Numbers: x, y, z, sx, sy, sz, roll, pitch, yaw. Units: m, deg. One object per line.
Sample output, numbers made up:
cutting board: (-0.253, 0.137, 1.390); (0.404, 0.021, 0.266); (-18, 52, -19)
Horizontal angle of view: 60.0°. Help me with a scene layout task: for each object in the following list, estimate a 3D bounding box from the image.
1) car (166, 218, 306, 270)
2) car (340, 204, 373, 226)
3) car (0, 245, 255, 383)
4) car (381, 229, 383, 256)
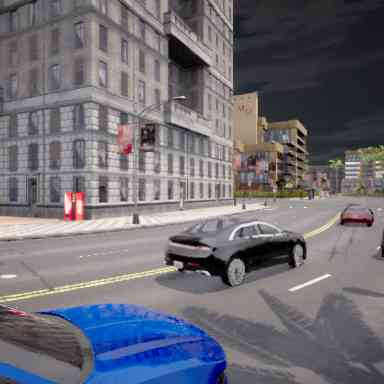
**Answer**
car: (1.435, 1.483, 9.419); (4.902, 1.511, 2.128); (0, 0, -43)
car: (11.776, 1.554, 23.728); (1.994, 1.385, 4.181); (0, 0, 29)
car: (-1.973, 1.475, 2.128); (5.008, 1.535, 1.882); (0, 0, -34)
car: (8.437, 1.348, 12.121); (2.097, 1.767, 4.553); (0, 0, 40)
